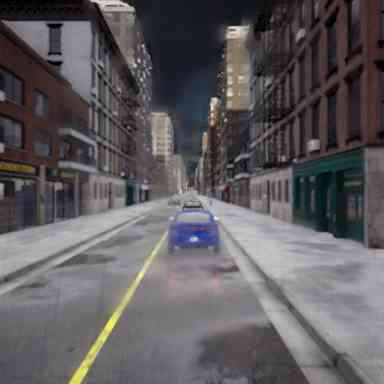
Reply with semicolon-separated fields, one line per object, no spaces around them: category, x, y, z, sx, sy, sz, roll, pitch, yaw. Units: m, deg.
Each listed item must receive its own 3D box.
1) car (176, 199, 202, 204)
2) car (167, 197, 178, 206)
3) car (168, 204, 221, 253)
car;0.079;1.460;27.562;2.128;1.511;4.902;0;0;0
car;-2.798;1.514;52.254;1.994;1.385;4.181;0;0;0
car;0.081;1.461;13.604;1.882;1.535;5.008;0;-1;0
